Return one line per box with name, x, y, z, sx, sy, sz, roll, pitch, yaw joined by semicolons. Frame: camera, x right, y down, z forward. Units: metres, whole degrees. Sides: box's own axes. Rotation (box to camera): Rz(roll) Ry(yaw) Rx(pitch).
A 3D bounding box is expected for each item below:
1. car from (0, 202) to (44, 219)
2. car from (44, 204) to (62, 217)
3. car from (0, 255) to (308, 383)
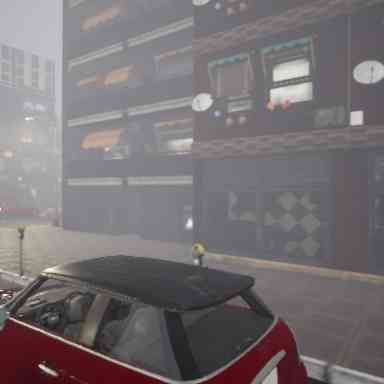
car;-16.620;1.658;31.116;1.967;1.590;4.097;-1;-2;35
car;-13.561;1.844;35.506;1.752;1.417;4.829;-1;-2;35
car;-1.005;1.431;3.588;4.097;1.590;1.967;0;0;36
